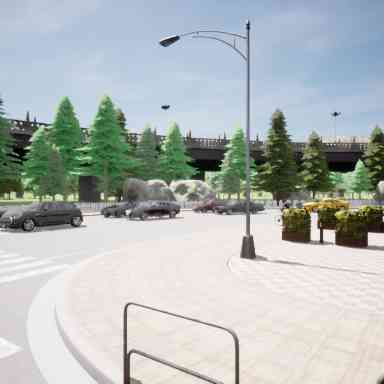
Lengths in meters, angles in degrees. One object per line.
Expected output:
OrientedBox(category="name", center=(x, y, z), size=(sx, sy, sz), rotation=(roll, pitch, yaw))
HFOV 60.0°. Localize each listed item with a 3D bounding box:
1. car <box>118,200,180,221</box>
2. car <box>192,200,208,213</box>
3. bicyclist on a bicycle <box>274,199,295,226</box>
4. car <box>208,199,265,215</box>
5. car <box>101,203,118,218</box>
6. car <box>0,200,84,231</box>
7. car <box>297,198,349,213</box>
OrientedBox(category="car", center=(-3.158, 1.436, 27.134), size=(4.902, 1.511, 2.128), rotation=(0, 0, -44))
OrientedBox(category="car", center=(2.251, 1.470, 35.568), size=(4.674, 1.442, 1.812), rotation=(0, 0, -28))
OrientedBox(category="bicyclist on a bicycle", center=(5.566, 1.245, 19.586), size=(0.582, 1.620, 1.656), rotation=(0, 0, -44))
OrientedBox(category="car", center=(4.670, 1.492, 33.057), size=(5.357, 1.411, 2.033), rotation=(0, 0, -26))
OrientedBox(category="car", center=(-5.858, 1.508, 29.228), size=(1.994, 1.385, 4.181), rotation=(0, 0, 45))
OrientedBox(category="car", center=(-8.955, 1.297, 20.064), size=(2.097, 1.767, 4.553), rotation=(0, 0, 37))
OrientedBox(category="car", center=(14.542, 1.422, 36.285), size=(5.008, 1.535, 1.882), rotation=(0, 0, -7))
